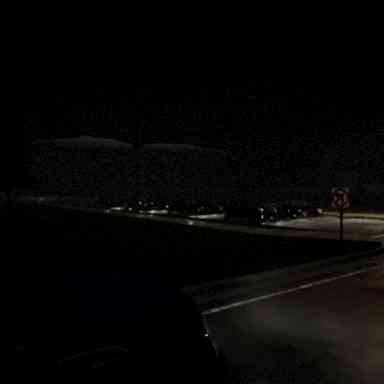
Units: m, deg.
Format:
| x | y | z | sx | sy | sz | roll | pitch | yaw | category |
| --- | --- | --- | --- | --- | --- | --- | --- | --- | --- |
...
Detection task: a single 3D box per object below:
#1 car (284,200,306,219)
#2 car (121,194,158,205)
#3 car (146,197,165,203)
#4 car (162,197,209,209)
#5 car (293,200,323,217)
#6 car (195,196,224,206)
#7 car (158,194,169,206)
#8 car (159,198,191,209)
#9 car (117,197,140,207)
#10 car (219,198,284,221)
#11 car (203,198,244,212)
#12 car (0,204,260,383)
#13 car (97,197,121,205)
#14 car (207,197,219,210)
| x | y | z | sx | sy | sz | roll | pitch | yaw | category |
| --- | --- | --- | --- | --- | --- | --- | --- | --- | --- |
| 7.131 | 1.620 | 29.059 | 1.895 | 1.301 | 4.718 | 0 | 0 | -36 | car |
| -6.680 | 1.368 | 42.042 | 2.097 | 1.767 | 4.553 | 0 | 0 | -36 | car |
| -7.665 | 1.625 | 69.189 | 1.895 | 1.301 | 4.718 | 0 | 0 | -36 | car |
| -0.775 | 1.521 | 33.942 | 1.837 | 1.490 | 4.892 | 0 | 0 | -36 | car |
| 9.846 | 1.514 | 31.278 | 2.128 | 1.511 | 4.902 | 0 | 0 | -36 | car |
| 2.809 | 1.519 | 54.838 | 2.128 | 1.511 | 4.902 | 0 | 0 | -36 | car |
| -4.242 | 1.241 | 44.645 | 2.150 | 2.045 | 5.566 | 0 | 0 | -36 | car |
| -2.513 | 1.570 | 48.213 | 2.033 | 1.411 | 5.357 | 0 | 0 | -36 | car |
| -10.132 | 1.583 | 52.851 | 1.994 | 1.385 | 4.181 | 0 | 0 | -35 | car |
| 4.623 | 1.368 | 26.563 | 2.097 | 1.767 | 4.553 | 0 | 0 | -36 | car |
| 3.711 | 1.514 | 39.668 | 2.128 | 1.511 | 4.902 | 0 | 0 | -36 | car |
| -2.326 | 1.220 | 2.082 | 5.566 | 2.045 | 2.150 | 0 | 0 | -36 | car |
| -12.782 | 1.494 | 50.530 | 1.882 | 1.535 | 5.008 | 0 | 0 | -35 | car |
| 1.667 | 1.511 | 36.532 | 2.128 | 1.511 | 4.902 | 0 | 0 | -36 | car |
